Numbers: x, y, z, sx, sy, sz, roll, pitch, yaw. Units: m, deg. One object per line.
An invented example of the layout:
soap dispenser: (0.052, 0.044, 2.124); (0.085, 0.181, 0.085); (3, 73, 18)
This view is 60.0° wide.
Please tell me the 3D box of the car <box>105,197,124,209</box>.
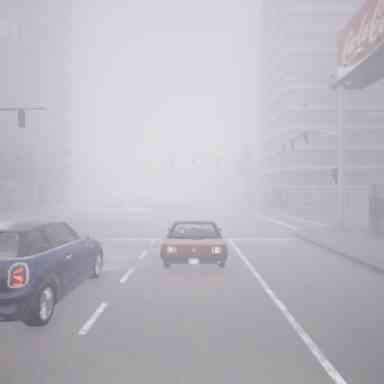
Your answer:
car: (-10.573, 1.493, 45.690); (1.837, 1.490, 4.892); (0, 1, 0)

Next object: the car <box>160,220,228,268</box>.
car: (0.089, 1.598, 11.229); (1.895, 1.301, 4.718); (0, 0, 1)

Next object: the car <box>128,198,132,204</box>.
car: (-10.497, 1.608, 61.505); (1.895, 1.301, 4.718); (0, 0, 0)

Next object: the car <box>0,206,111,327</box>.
car: (-3.443, 1.350, 7.198); (2.097, 1.767, 4.553); (0, 0, 0)

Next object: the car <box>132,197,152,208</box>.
car: (-7.054, 1.481, 49.313); (2.128, 1.511, 4.902); (0, 0, 0)
